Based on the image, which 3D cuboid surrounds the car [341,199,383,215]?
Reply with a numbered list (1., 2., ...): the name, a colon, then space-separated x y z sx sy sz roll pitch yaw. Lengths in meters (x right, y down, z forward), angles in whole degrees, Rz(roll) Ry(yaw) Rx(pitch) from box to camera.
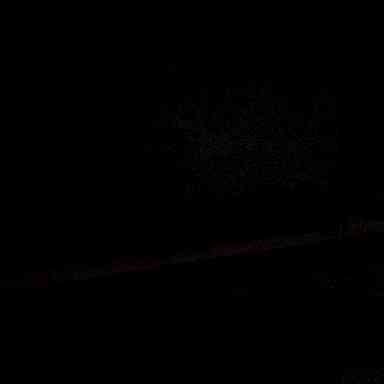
1. car: 15.812 1.309 28.590 2.033 1.411 5.357 0 0 -40
